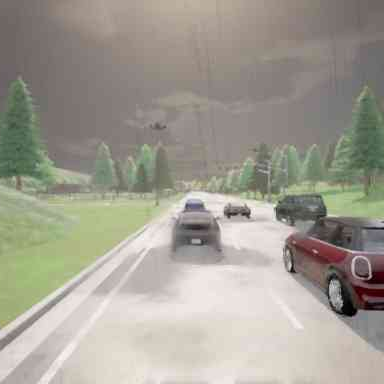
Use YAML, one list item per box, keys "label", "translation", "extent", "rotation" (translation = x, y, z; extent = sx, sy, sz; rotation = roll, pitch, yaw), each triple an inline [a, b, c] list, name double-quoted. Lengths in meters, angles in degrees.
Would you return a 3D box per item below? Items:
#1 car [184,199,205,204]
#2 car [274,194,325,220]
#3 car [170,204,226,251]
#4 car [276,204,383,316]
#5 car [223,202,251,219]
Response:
- label: "car"
  translation: [0.239, 1.363, 31.229]
  extent: [1.882, 1.535, 5.008]
  rotation: [0, 0, 0]
- label: "car"
  translation: [7.200, 1.146, 22.477]
  extent: [2.150, 2.045, 5.566]
  rotation: [0, 0, 0]
- label: "car"
  translation: [0.158, 1.454, 13.852]
  extent: [1.837, 1.490, 4.892]
  rotation: [0, 0, 0]
- label: "car"
  translation: [3.633, 1.328, 7.633]
  extent: [2.097, 1.767, 4.553]
  rotation: [0, 0, 0]
- label: "car"
  translation: [3.726, 1.501, 28.262]
  extent: [1.895, 1.301, 4.718]
  rotation: [0, 0, 0]
